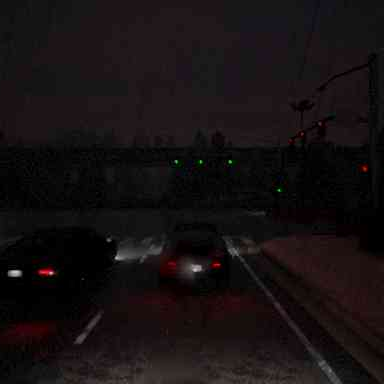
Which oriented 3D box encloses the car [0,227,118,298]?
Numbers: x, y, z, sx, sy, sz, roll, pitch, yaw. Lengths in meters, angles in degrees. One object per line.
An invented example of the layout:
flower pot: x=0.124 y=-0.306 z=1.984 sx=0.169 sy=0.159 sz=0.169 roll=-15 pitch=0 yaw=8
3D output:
car: x=-3.424 y=1.653 z=8.935 sx=2.033 sy=1.411 sz=5.357 roll=0 pitch=-1 yaw=0

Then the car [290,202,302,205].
car: x=14.085 y=2.042 z=44.607 sx=4.674 sy=1.442 sz=1.812 roll=0 pitch=-1 yaw=2

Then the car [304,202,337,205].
car: x=16.886 y=1.967 z=41.095 sx=4.902 sy=1.511 sz=2.128 roll=0 pitch=-1 yaw=0

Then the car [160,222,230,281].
car: x=0.096 y=1.644 z=10.091 sx=1.812 sy=1.442 sz=4.674 roll=0 pitch=-1 yaw=1
